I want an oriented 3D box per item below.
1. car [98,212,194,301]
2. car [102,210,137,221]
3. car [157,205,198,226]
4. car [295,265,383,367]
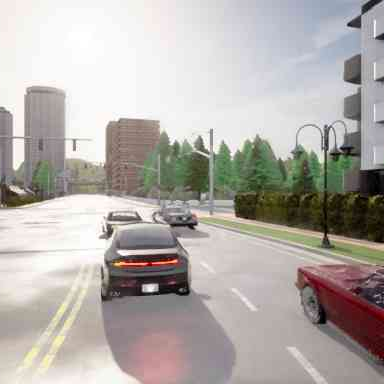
[{"bbox_3d":[-1.272,1.505,8.443,1.837,1.490,4.892,0,0,-12],"label":"car"},{"bbox_3d":[-3.637,1.601,17.259,1.895,1.301,4.718,0,0,-18],"label":"car"},{"bbox_3d":[-1.199,1.547,20.991,2.033,1.411,5.357,0,0,-18],"label":"car"},{"bbox_3d":[3.068,1.601,4.233,1.895,1.301,4.718,0,0,-6],"label":"car"}]
